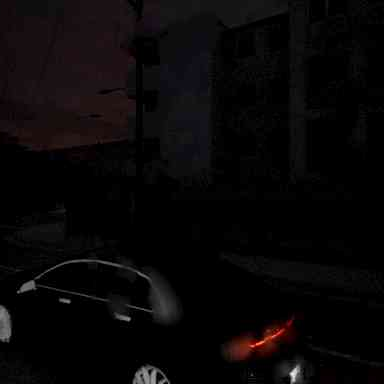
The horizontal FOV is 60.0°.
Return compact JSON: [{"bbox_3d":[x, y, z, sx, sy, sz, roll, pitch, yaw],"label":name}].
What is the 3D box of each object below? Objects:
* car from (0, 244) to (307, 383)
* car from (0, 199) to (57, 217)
[{"bbox_3d":[-0.972,1.505,4.637,4.892,1.490,1.837,0,0,35],"label":"car"},{"bbox_3d":[-14.686,1.314,29.331,2.033,1.411,5.357,0,1,32],"label":"car"}]
